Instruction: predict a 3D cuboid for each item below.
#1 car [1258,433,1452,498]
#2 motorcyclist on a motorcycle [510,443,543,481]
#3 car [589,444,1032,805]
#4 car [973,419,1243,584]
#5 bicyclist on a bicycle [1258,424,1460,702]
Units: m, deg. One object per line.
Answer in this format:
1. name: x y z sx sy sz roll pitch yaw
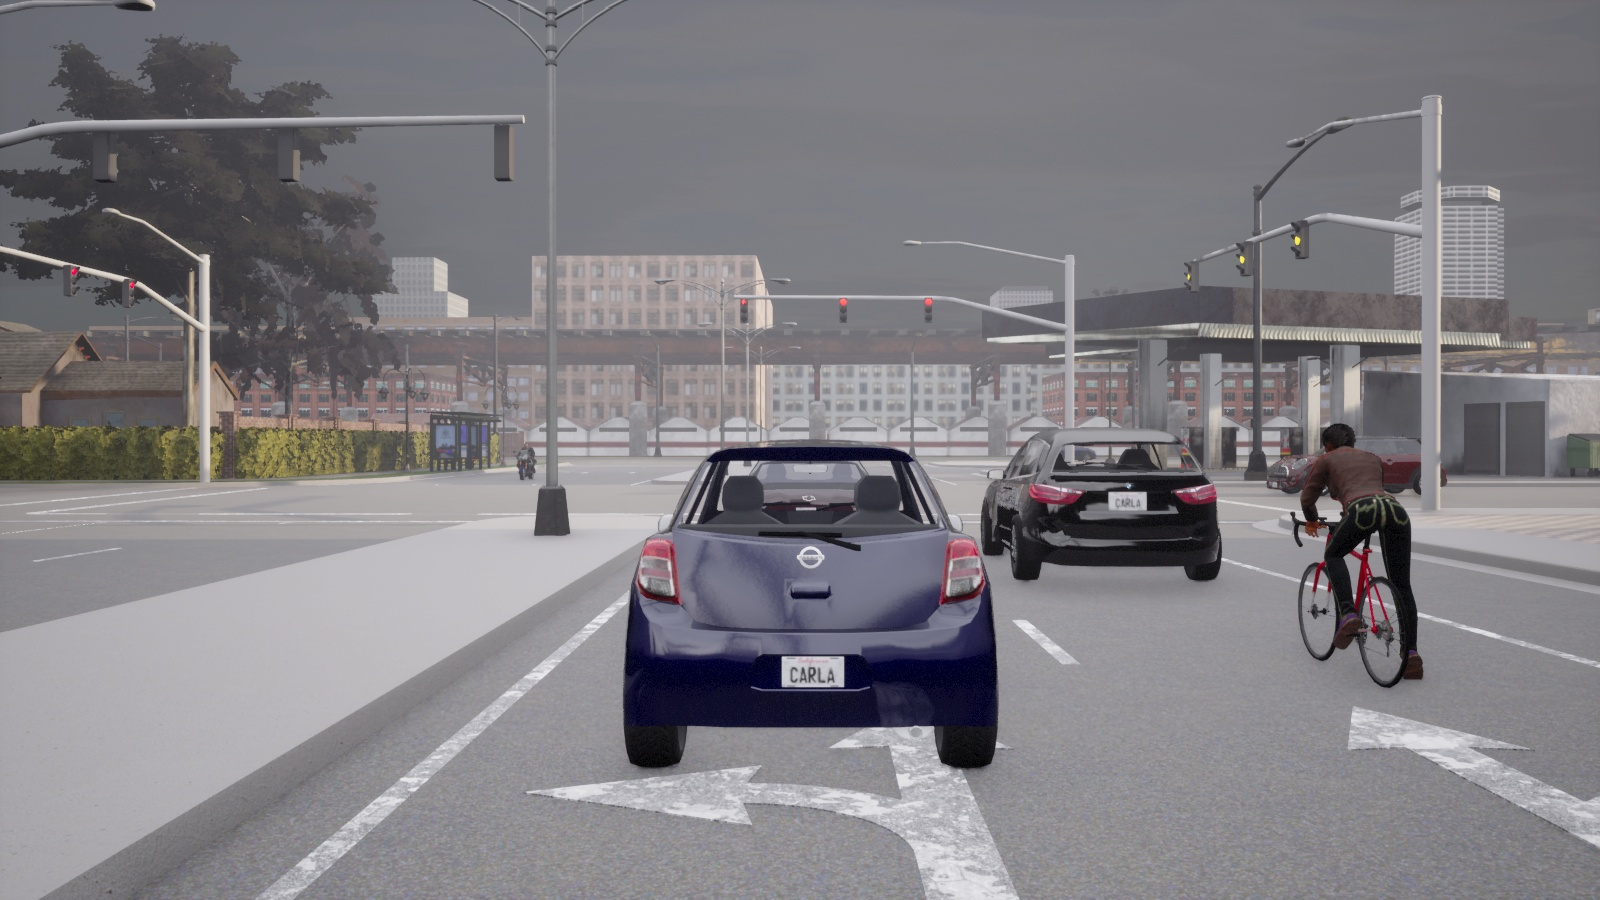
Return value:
1. car: 15.568 0.418 35.392 4.553 1.767 2.097 0 0 -1
2. motorcyclist on a motorcycle: -11.184 0.482 51.400 0.866 1.530 2.191 0 0 0
3. car: 0.056 0.721 7.057 1.845 1.501 3.633 0 0 0
4. car: 3.446 0.508 15.080 2.242 1.667 4.611 0 0 2
5. bicyclist on a bicycle: 3.560 0.656 8.151 0.582 1.620 1.656 0 0 0
